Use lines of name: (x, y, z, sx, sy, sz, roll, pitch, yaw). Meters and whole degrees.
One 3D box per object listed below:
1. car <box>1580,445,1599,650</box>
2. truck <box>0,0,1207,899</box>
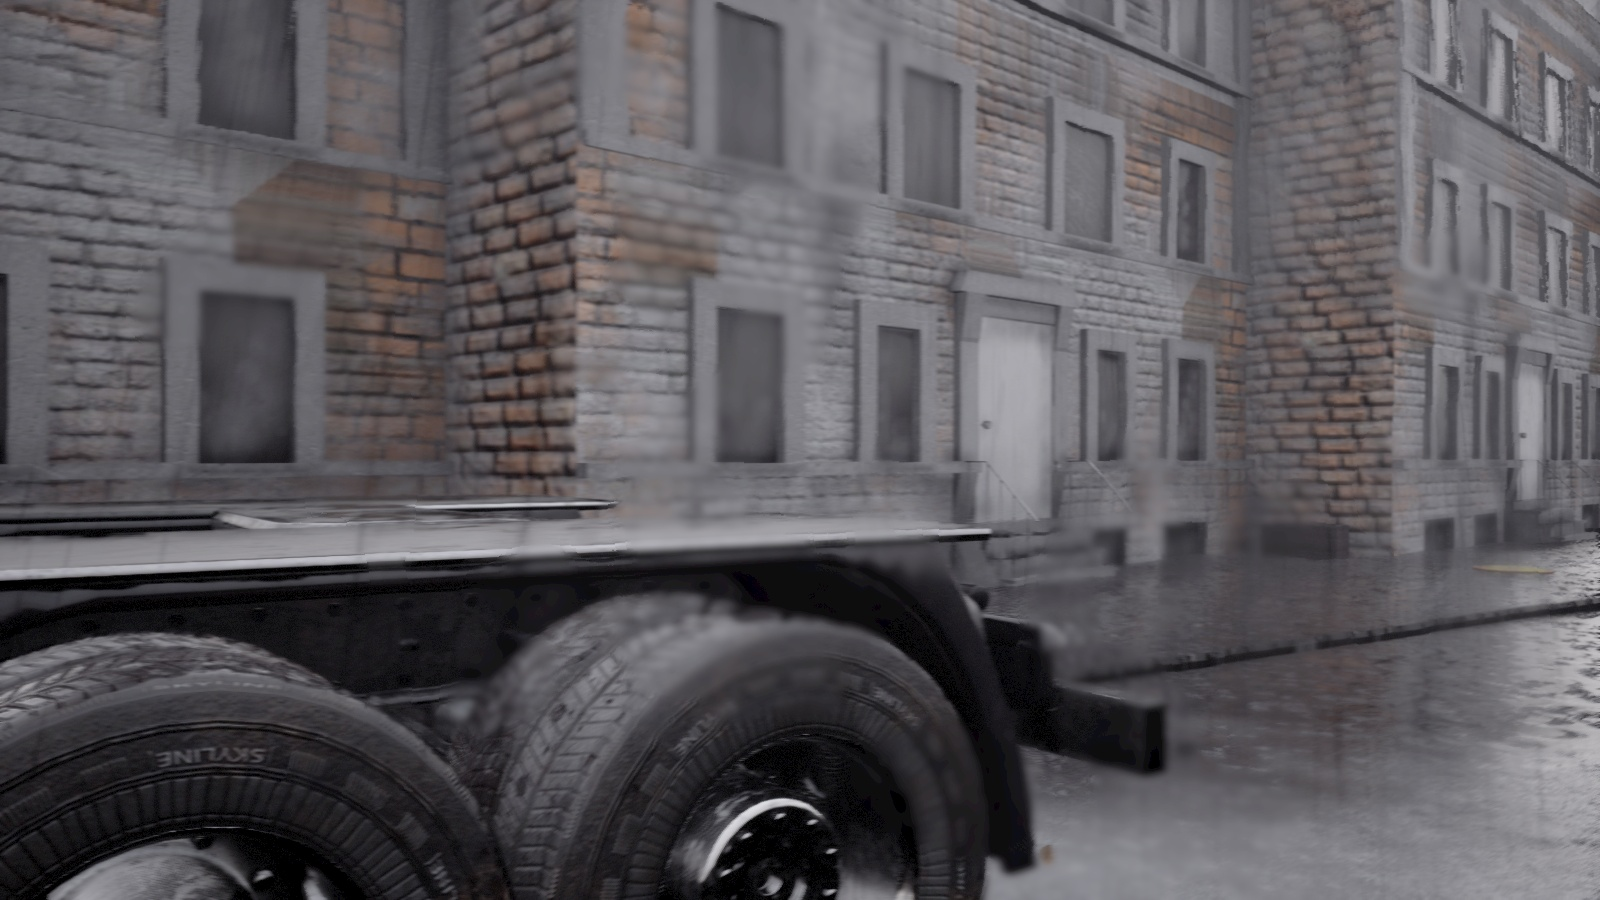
car: (8.524, 0.729, 10.207, 5.008, 1.535, 1.882, 0, 0, -35)
truck: (-3.038, -0.225, 2.156, 7.936, 3.462, 2.891, 0, 0, -35)
